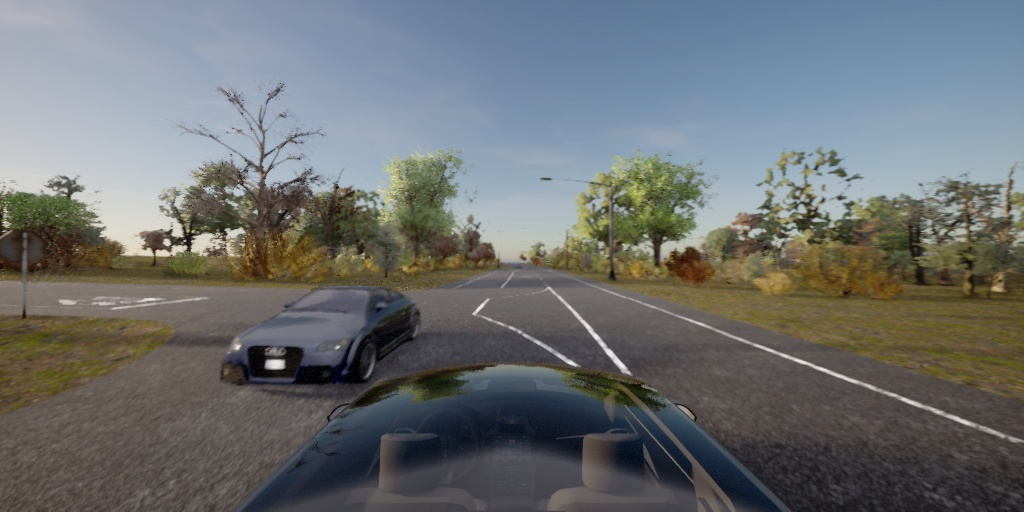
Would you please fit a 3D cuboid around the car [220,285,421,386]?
[{"bbox_3d":[-3.223,1.278,6.977,1.994,1.385,4.181,1,1,2],"label":"car"}]
